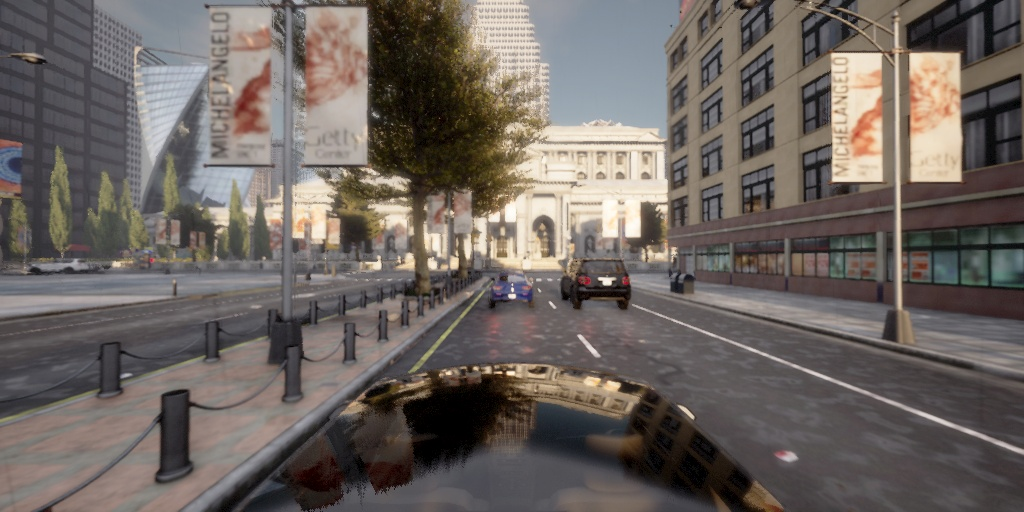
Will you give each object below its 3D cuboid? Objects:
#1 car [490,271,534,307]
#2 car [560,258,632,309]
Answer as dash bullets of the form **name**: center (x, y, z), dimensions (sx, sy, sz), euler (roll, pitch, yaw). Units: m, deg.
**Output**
- **car**: center (0.008, 1.410, 16.222), dimensions (1.812, 1.442, 4.674), euler (0, 0, 0)
- **car**: center (3.504, 1.098, 15.874), dimensions (2.150, 2.045, 5.566), euler (0, 0, 0)
